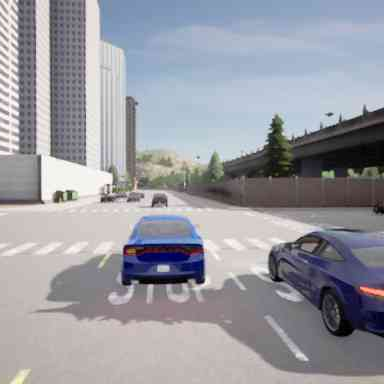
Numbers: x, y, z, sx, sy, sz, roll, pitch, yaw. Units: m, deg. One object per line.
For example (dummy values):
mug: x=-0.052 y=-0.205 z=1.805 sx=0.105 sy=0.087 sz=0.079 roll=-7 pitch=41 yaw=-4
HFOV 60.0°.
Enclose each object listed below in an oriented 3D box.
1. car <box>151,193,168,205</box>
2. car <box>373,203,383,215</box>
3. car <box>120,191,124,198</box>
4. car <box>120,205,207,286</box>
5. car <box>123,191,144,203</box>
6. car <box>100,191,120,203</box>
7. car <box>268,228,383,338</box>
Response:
car: x=-3.839 y=0.906 z=39.399 sx=1.837 sy=1.490 sz=4.892 roll=0 pitch=1 yaw=-6
car: x=17.208 y=1.139 z=26.824 sx=5.008 sy=1.535 sz=1.882 roll=0 pitch=1 yaw=-6
car: x=-13.554 y=0.572 z=64.132 sx=2.033 sy=1.411 sz=5.357 roll=0 pitch=1 yaw=-6
car: x=-0.752 y=1.338 z=9.094 sx=1.882 sy=1.535 sz=5.008 roll=0 pitch=1 yaw=-4
car: x=-8.508 y=0.764 z=48.790 sx=1.837 sy=1.490 sz=4.892 roll=0 pitch=1 yaw=-6
car: x=-11.899 y=0.876 z=47.526 sx=1.895 sy=1.301 sz=4.718 roll=0 pitch=1 yaw=-6
car: x=2.907 y=1.429 z=6.395 sx=1.812 sy=1.442 sz=4.674 roll=0 pitch=1 yaw=-4
